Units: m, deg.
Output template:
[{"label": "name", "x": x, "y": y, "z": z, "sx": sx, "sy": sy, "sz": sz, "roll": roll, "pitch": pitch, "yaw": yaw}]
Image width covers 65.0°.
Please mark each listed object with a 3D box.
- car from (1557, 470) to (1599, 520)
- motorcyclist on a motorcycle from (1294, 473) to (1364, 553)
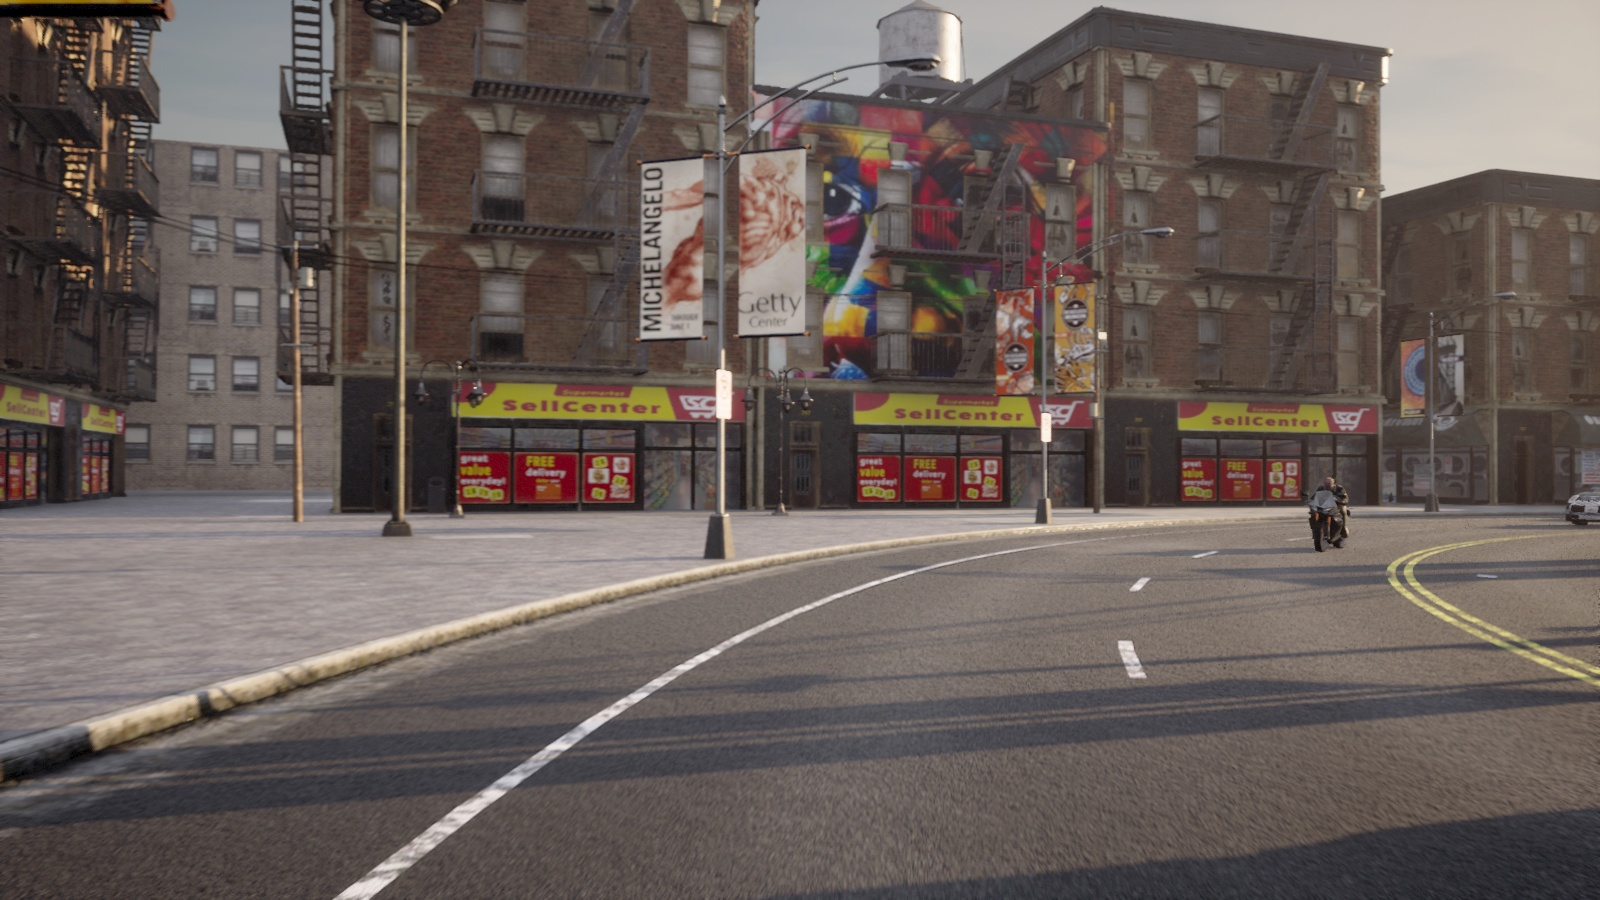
[{"label": "car", "x": 25.239, "y": 1.342, "z": 38.203, "sx": 3.806, "sy": 1.475, "sz": 1.970, "roll": 0, "pitch": -1, "yaw": -25}, {"label": "motorcyclist on a motorcycle", "x": 10.784, "y": 1.244, "z": 25.558, "sx": 0.866, "sy": 1.530, "sz": 2.191, "roll": 0, "pitch": -1, "yaw": 35}]
